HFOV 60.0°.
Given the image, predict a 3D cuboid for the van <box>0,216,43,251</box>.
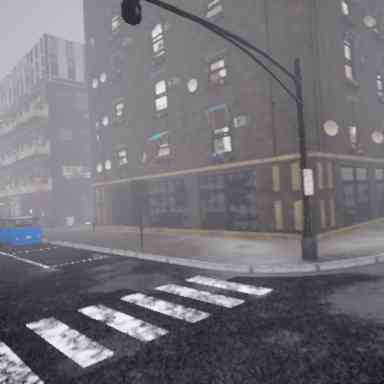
[{"bbox_3d":[-9.912,2.256,18.945,1.690,1.788,3.998,-3,-1,-43],"label":"van"}]
